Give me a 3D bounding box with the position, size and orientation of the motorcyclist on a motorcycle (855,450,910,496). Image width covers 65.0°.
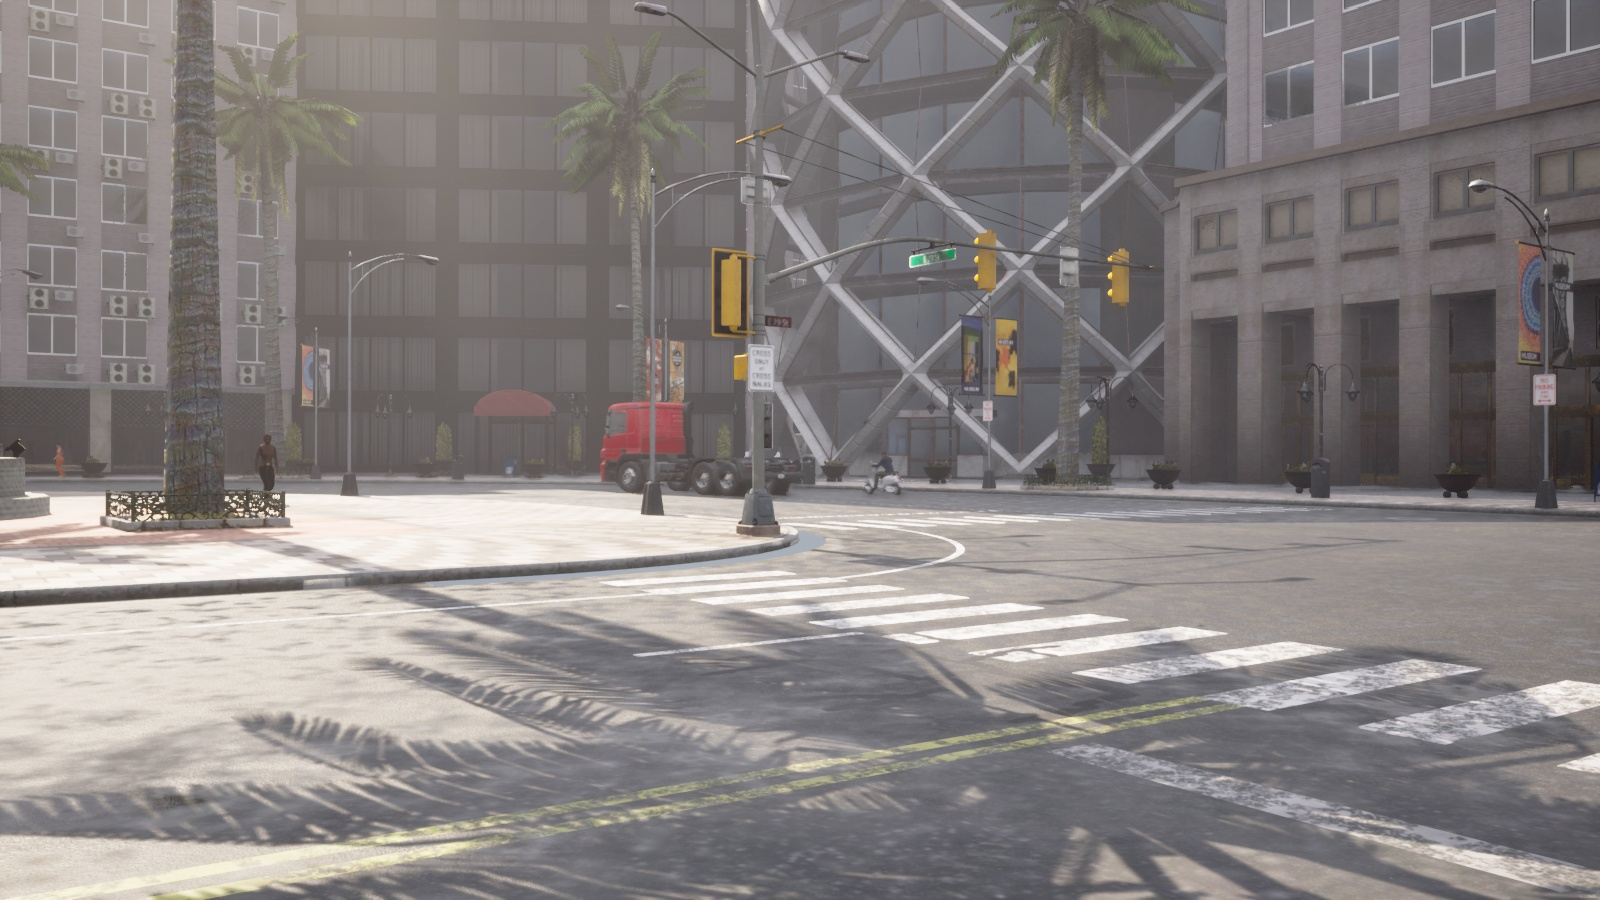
[{"bbox_3d":[2.895,0.800,44.318,0.866,1.590,1.817,-1,0,-43],"label":"motorcyclist on a motorcycle"}]

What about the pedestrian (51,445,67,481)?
[{"bbox_3d":[-37.885,0.639,64.220,0.594,1.836,0.345,0,0,-10],"label":"pedestrian"}]

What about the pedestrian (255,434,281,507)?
[{"bbox_3d":[-13.334,0.507,31.456,0.328,1.805,0.869,0,0,-43],"label":"pedestrian"}]

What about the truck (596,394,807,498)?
[{"bbox_3d":[-3.701,-0.118,45.628,7.936,3.462,2.891,0,0,41],"label":"truck"}]

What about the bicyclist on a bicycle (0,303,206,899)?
[{"bbox_3d":[-2.110,0.625,2.206,1.843,1.776,0.659,0,0,-35],"label":"bicyclist on a bicycle"}]
